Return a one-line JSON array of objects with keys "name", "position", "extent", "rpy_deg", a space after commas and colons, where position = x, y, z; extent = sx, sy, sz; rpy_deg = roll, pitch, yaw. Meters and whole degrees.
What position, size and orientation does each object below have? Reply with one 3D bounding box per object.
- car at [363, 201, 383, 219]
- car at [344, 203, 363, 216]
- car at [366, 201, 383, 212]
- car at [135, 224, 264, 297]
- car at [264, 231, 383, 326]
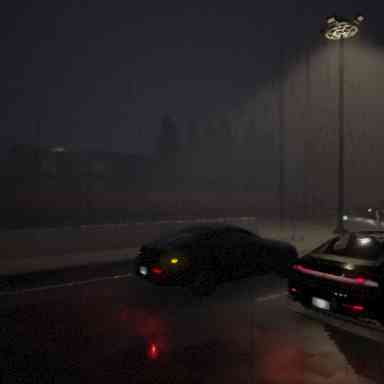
[{"name": "car", "position": [18.166, 1.573, 30.627], "extent": [4.553, 1.767, 2.097], "rpy_deg": [1, 0, -37]}, {"name": "car", "position": [17.695, 1.798, 34.645], "extent": [4.181, 1.385, 1.994], "rpy_deg": [0, 0, -37]}, {"name": "car", "position": [25.701, 1.920, 44.994], "extent": [4.718, 1.301, 1.895], "rpy_deg": [0, 0, -37]}, {"name": "car", "position": [0.809, 1.564, 8.643], "extent": [4.674, 1.442, 1.812], "rpy_deg": [0, 0, -36]}, {"name": "car", "position": [3.973, 1.539, 6.616], "extent": [4.902, 1.511, 2.128], "rpy_deg": [0, 0, -36]}]
